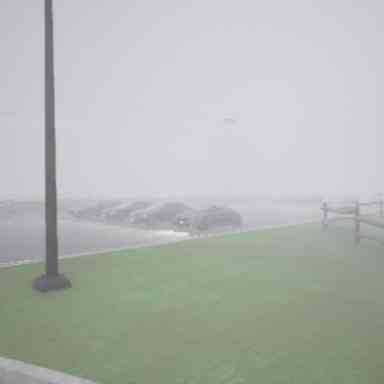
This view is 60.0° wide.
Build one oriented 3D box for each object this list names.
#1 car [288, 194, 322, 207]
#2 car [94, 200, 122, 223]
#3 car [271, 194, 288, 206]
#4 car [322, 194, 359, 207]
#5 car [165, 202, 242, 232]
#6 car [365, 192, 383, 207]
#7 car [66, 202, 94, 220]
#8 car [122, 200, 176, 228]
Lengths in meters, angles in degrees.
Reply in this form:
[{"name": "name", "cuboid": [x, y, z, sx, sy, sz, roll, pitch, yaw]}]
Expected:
[{"name": "car", "cuboid": [13.998, 0.942, 39.916, 5.008, 1.535, 1.882, -1, 1, -42]}, {"name": "car", "cuboid": [-4.110, 1.310, 23.470, 4.674, 1.442, 1.812, -1, 1, -43]}, {"name": "car", "cuboid": [12.082, 0.974, 42.896, 4.674, 1.442, 1.812, -1, 1, -42]}, {"name": "car", "cuboid": [17.499, 0.943, 38.354, 4.902, 1.511, 2.128, -1, 1, -42]}, {"name": "car", "cuboid": [0.921, 1.358, 18.598, 4.181, 1.385, 1.994, -1, 1, -42]}, {"name": "car", "cuboid": [20.982, 0.790, 36.773, 4.553, 1.767, 2.097, -1, 1, -42]}, {"name": "car", "cuboid": [-6.826, 1.330, 25.746, 5.357, 1.411, 2.033, -1, 1, -42]}, {"name": "car", "cuboid": [-1.734, 1.317, 20.899, 4.674, 1.442, 1.812, -1, 1, -43]}]
